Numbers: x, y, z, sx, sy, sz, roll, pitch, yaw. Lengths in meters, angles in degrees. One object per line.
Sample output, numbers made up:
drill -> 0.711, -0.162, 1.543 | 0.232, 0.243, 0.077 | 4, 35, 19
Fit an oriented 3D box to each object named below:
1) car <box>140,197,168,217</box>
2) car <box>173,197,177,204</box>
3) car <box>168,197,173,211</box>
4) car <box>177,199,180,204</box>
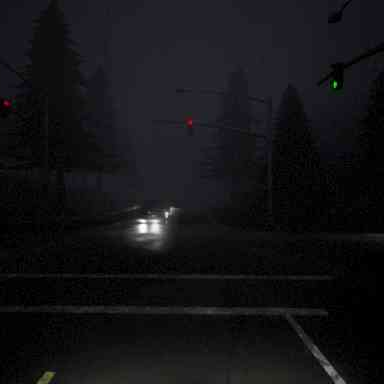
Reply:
car -> -3.653, 1.481, 30.775 | 2.128, 1.511, 4.902 | 0, 0, 0
car -> -3.937, 1.475, 50.429 | 2.128, 1.511, 4.902 | 0, 0, -7
car -> -3.648, 1.464, 40.278 | 1.882, 1.535, 5.008 | 0, 0, 0
car -> -4.099, 1.543, 61.619 | 1.994, 1.385, 4.181 | 0, 0, -39
